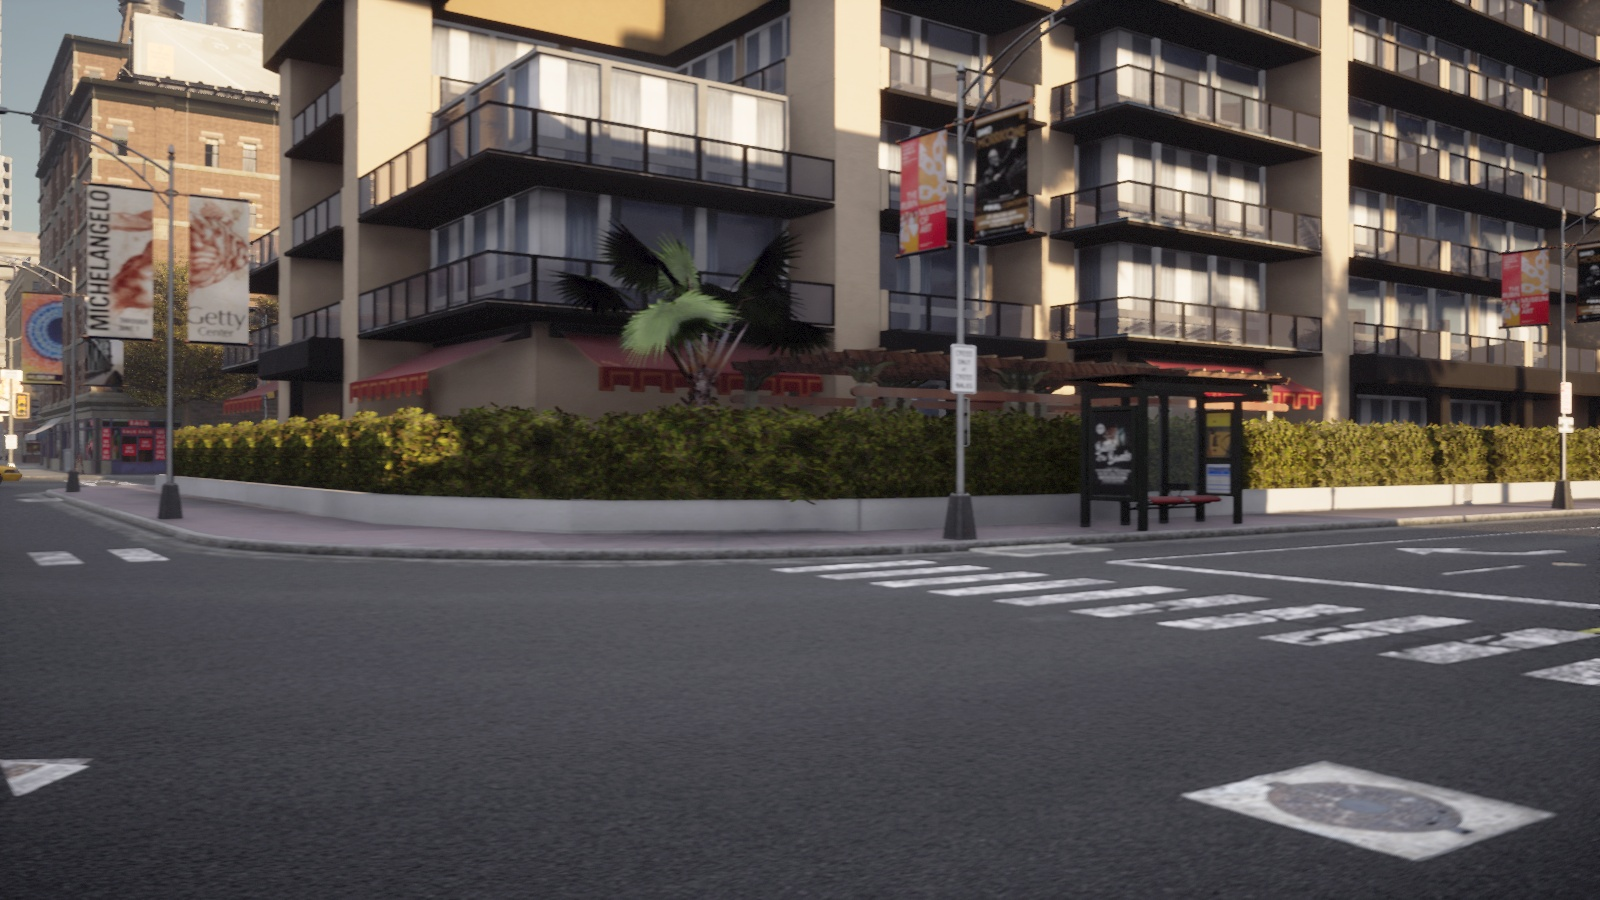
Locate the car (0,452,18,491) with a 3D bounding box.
[{"bbox_3d":[-34.714,0.881,50.591,5.366,1.575,1.801,0,0,-36],"label":"car"}]
